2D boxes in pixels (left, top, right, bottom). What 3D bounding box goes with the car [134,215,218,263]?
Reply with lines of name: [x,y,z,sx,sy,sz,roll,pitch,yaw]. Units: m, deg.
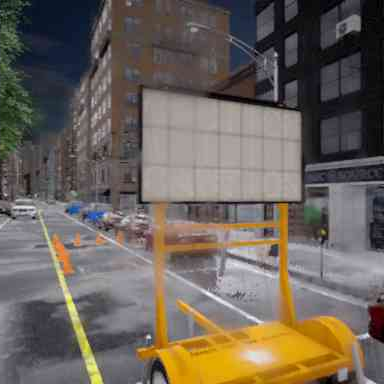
car: [-0.646,1.791,13.117,1.887,1.381,4.507,0,-1,-25]

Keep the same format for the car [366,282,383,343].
car: [4.222,1.381,2.901,2.192,1.841,5.009,0,-1,-25]

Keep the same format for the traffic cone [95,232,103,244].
traffic cone: [-4.563,2.253,16.375,0.340,0.580,0.340,1,-1,-25]

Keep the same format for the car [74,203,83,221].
car: [-10.384,2.138,33.555,1.887,1.381,4.507,0,-1,-25]

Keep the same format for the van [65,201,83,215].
van: [-15.252,2.103,43.777,1.690,1.788,3.998,1,-1,-25]

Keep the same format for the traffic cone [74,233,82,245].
traffic cone: [-5.465,2.244,15.945,0.340,0.580,0.340,1,-1,-25]

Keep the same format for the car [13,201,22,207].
car: [-41.648,2.825,79.356,1.752,1.417,4.829,1,-1,-25]

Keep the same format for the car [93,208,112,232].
car: [-5.515,2.004,23.335,1.802,1.307,4.206,0,-1,-25]

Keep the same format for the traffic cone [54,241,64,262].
traffic cone: [-4.648,2.172,11.905,0.340,0.580,0.340,1,-1,-25]

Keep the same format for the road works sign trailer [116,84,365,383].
road works sign trailer: [0.377,0.551,4.357,2.380,3.560,2.880,1,-1,-25]

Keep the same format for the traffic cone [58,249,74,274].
traffic cone: [-3.788,2.140,10.100,0.340,0.580,0.340,1,-1,-25]

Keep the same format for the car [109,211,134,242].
car: [-3.080,1.916,18.225,1.802,1.307,4.206,0,-1,-25]

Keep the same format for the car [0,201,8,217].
car: [-22.931,1.994,40.076,2.192,1.841,5.009,1,-1,-25]

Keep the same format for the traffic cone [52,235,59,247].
traffic cone: [-5.508,2.203,13.710,0.340,0.580,0.340,1,-1,-25]

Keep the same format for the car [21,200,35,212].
car: [-27.290,2.287,55.430,2.097,1.767,4.553,1,-1,-25]

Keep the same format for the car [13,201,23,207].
car: [-44.065,2.932,84.429,2.008,1.369,4.403,1,-1,-25]

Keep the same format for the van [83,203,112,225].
van: [-7.949,1.849,28.448,1.690,1.788,3.998,0,-1,-25]

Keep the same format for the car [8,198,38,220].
car: [-17.678,1.824,35.035,2.150,2.045,5.566,1,-1,-25]
